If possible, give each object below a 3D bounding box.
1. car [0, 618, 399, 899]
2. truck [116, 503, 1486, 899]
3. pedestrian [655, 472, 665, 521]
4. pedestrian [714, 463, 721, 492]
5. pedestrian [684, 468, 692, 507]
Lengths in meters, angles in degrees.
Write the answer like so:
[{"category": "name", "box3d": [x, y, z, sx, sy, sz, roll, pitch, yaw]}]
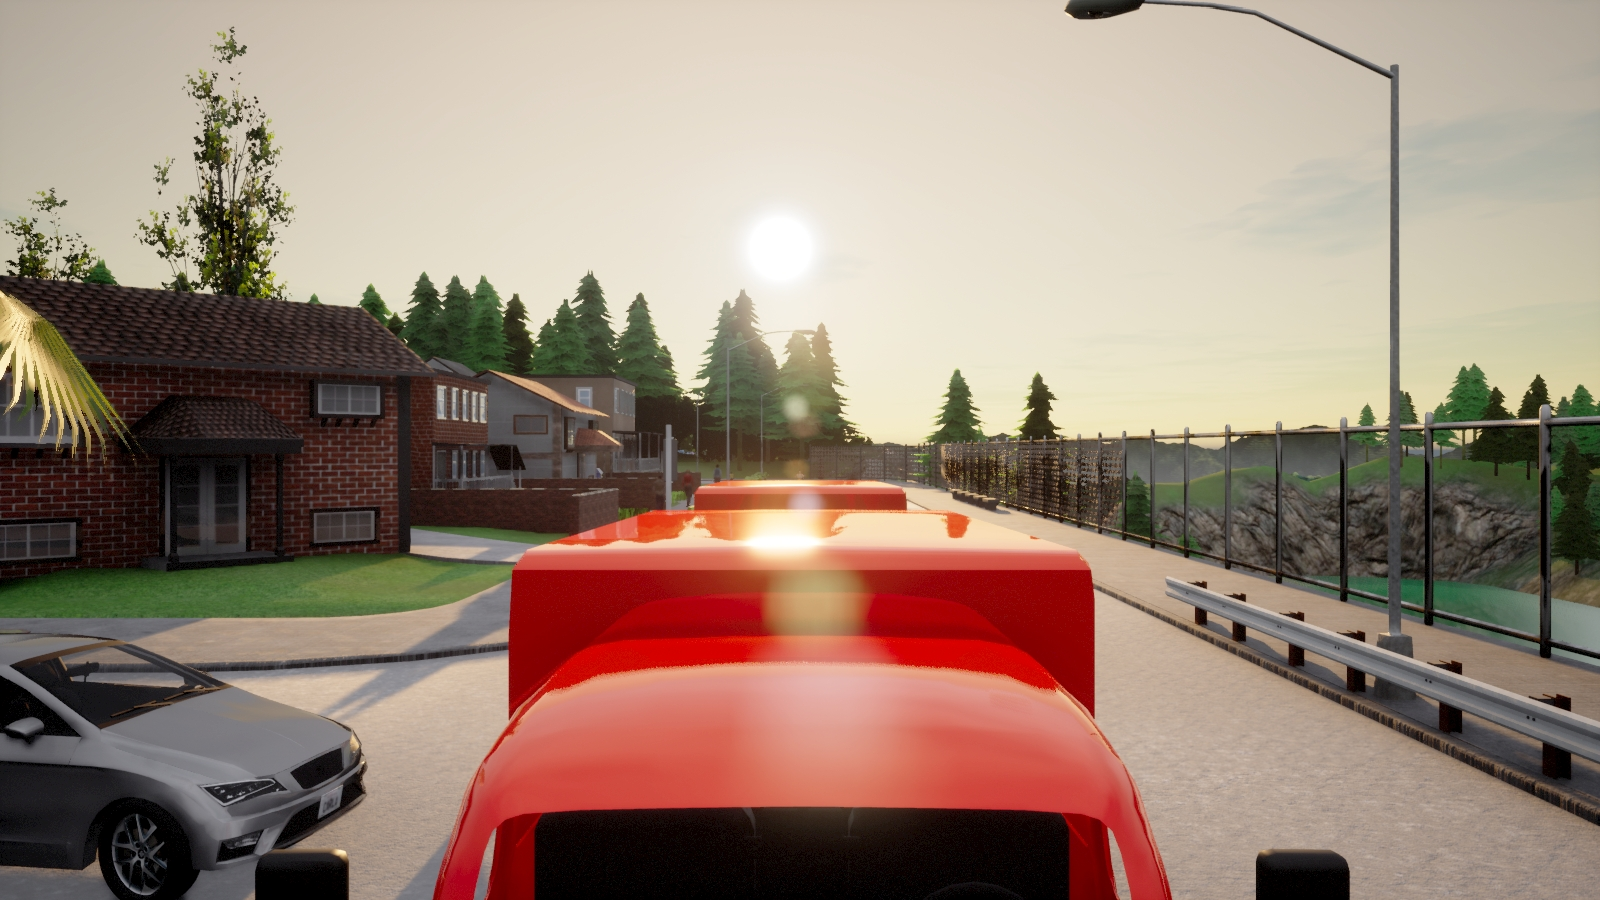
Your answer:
[{"category": "car", "box3d": [-5.218, 2.069, 7.982, 4.193, 1.474, 1.816, 0, 0, 8]}, {"category": "truck", "box3d": [0.003, 1.571, 4.792, 2.627, 2.467, 5.204, 0, 0, 0]}, {"category": "pedestrian", "box3d": [-5.369, 1.763, 43.813, 0.375, 1.860, 0.375, 0, 0, -4]}, {"category": "pedestrian", "box3d": [-5.285, 1.775, 73.255, 0.375, 1.860, 0.375, 0, 0, 1]}, {"category": "pedestrian", "box3d": [-5.293, 1.767, 53.947, 0.375, 1.860, 0.375, 0, 0, 0]}]
